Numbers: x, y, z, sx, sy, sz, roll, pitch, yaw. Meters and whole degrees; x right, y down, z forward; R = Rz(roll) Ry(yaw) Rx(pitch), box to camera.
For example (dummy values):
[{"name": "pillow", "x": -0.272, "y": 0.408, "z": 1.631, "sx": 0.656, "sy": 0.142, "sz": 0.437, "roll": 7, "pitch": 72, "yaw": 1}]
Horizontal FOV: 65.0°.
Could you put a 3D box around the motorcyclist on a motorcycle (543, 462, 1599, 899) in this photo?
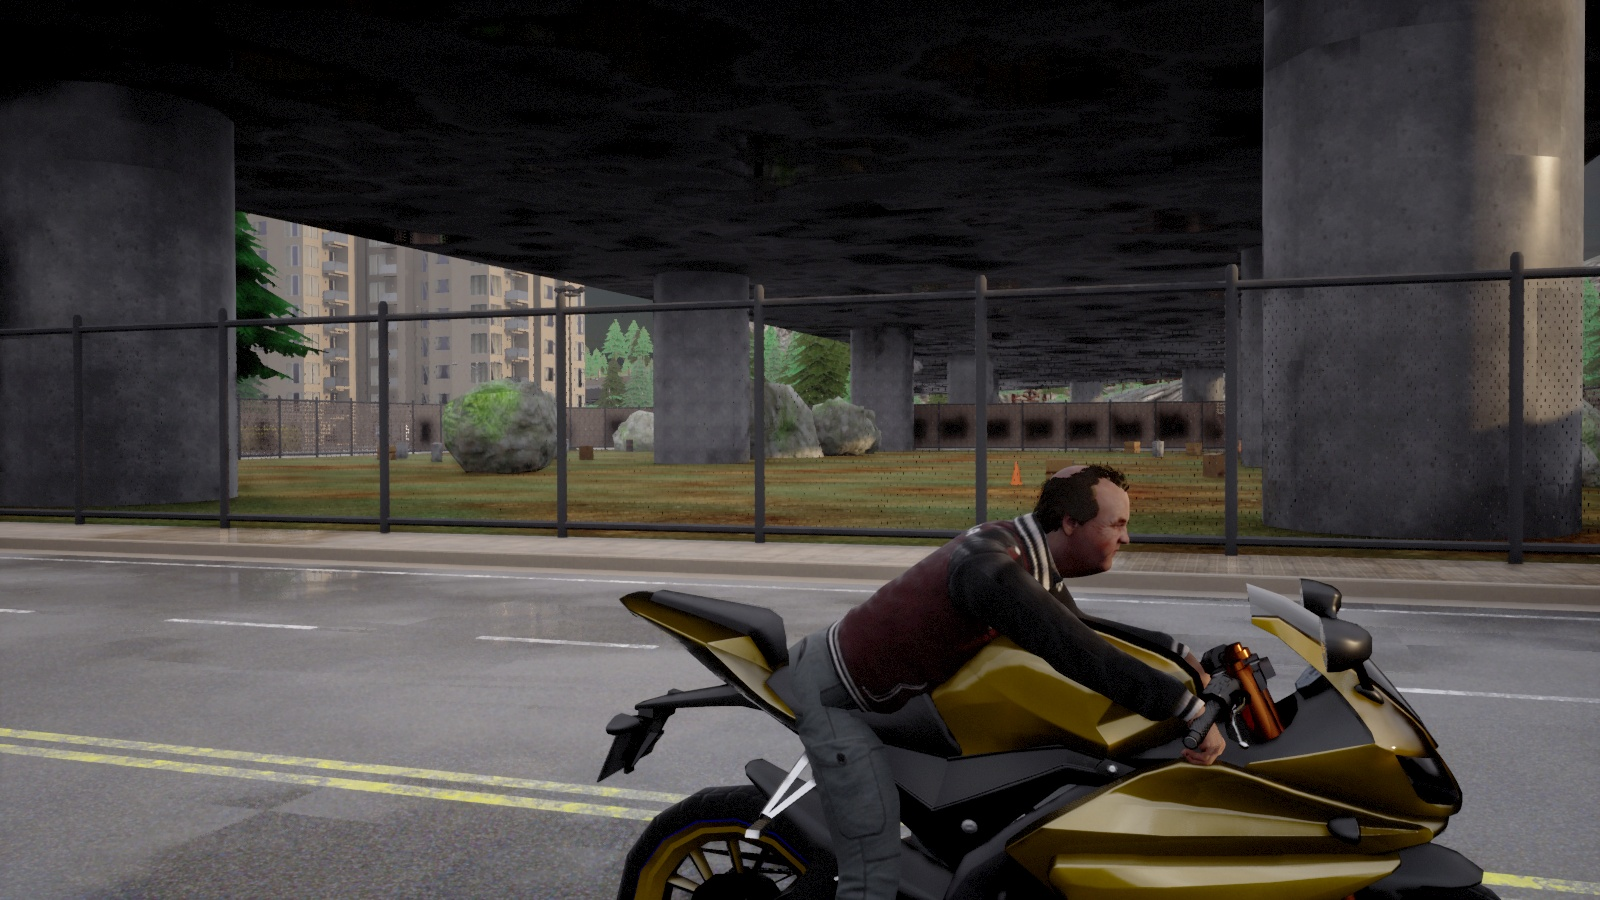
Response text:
[{"name": "motorcyclist on a motorcycle", "x": 0.575, "y": 0.816, "z": 3.000, "sx": 2.191, "sy": 1.530, "sz": 0.866, "roll": 1, "pitch": 1, "yaw": 19}]
